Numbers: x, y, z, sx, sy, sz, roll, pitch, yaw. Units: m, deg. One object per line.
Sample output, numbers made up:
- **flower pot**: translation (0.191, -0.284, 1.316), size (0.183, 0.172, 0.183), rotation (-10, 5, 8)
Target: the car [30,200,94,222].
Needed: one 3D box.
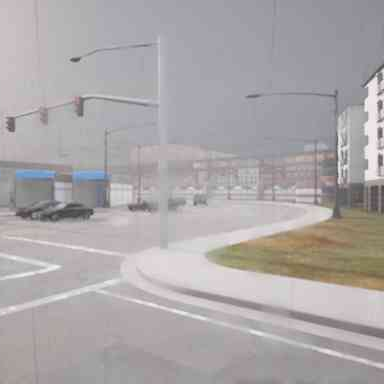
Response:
- **car**: translation (-10.130, 1.541, 26.942), size (1.812, 1.442, 4.674), rotation (0, 0, 36)

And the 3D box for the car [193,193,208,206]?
- **car**: translation (1.444, 1.247, 53.922), size (2.150, 2.045, 5.566), rotation (0, 0, 4)

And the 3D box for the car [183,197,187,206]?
- **car**: translation (-1.892, 1.552, 55.711), size (1.837, 1.490, 4.892), rotation (0, 0, 2)

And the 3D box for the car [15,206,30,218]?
- **car**: translation (-12.838, 1.522, 29.168), size (1.837, 1.490, 4.892), rotation (0, 0, 36)

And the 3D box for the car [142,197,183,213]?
- **car**: translation (-3.219, 1.521, 37.551), size (1.837, 1.490, 4.892), rotation (0, 0, 26)

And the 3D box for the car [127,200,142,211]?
- **car**: translation (-5.748, 1.617, 40.144), size (1.895, 1.301, 4.718), rotation (0, 0, 24)
